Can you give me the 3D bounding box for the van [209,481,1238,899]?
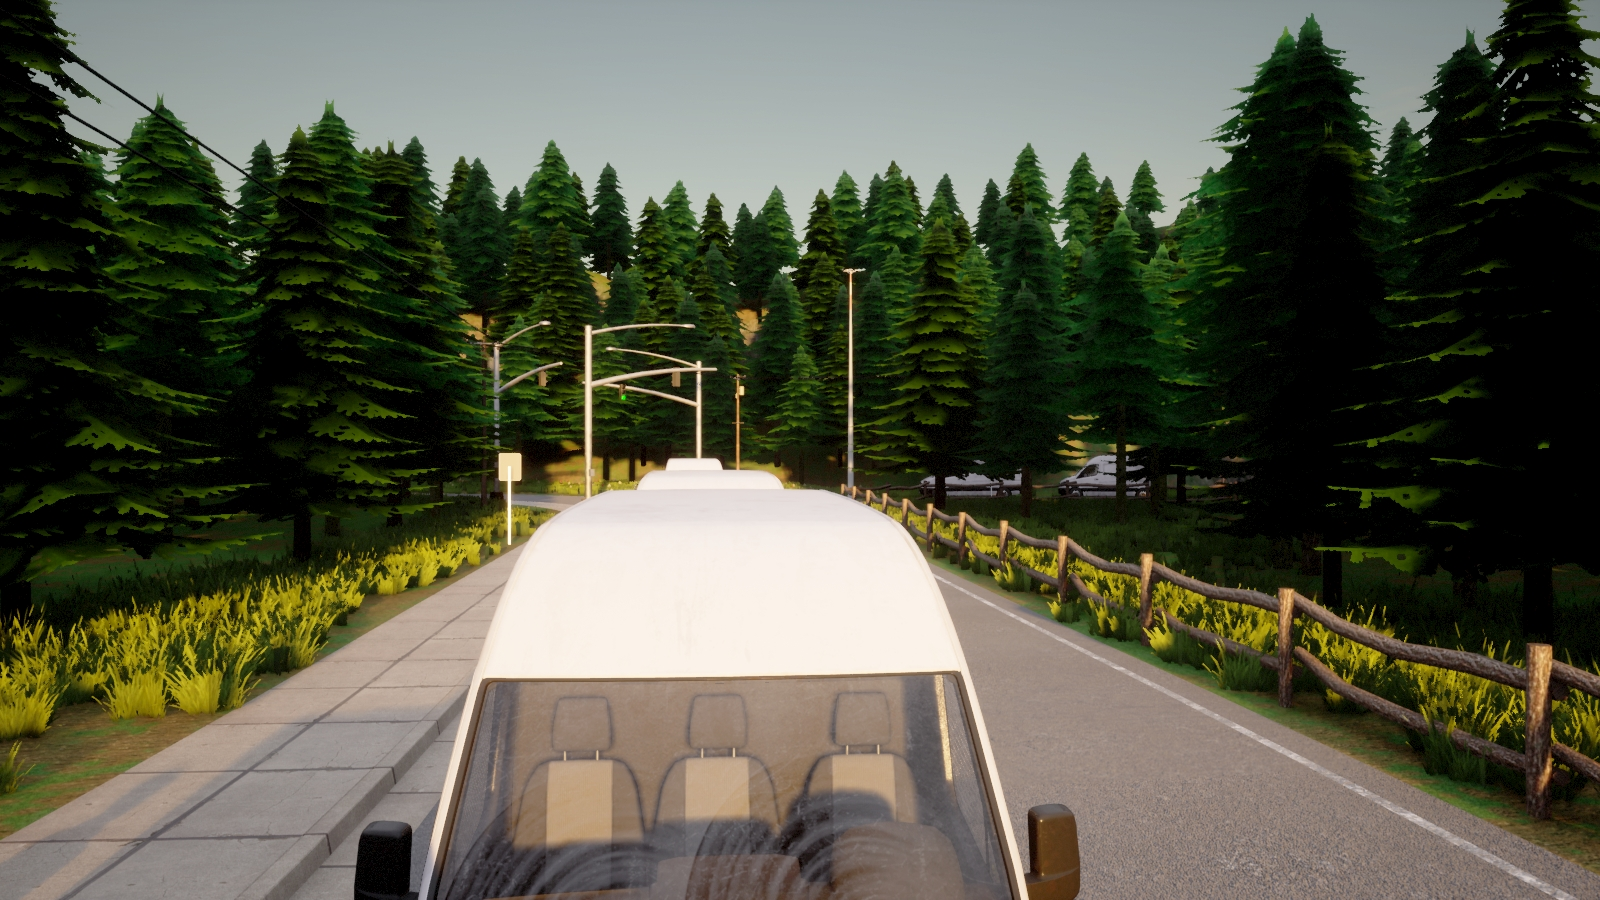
[{"bbox_3d":[-0.349,1.499,5.160,1.988,2.561,5.915,0,0,-5],"label":"van"}]
